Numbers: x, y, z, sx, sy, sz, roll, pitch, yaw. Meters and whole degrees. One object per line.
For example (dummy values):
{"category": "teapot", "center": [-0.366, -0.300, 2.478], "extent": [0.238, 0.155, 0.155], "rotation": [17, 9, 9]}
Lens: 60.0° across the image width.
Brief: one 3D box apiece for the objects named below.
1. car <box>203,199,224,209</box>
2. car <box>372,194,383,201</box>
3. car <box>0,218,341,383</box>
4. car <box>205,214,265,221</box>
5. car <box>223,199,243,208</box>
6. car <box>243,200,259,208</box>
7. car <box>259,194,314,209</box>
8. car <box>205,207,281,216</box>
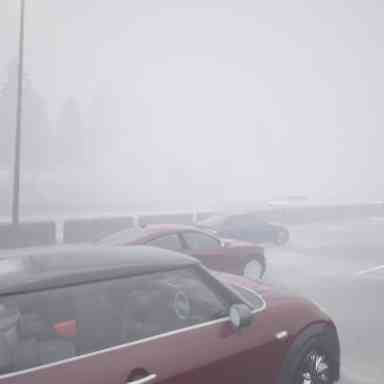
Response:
{"category": "car", "center": [3.424, 1.575, 40.810], "extent": [4.181, 1.385, 1.994], "rotation": [0, 0, -35]}
{"category": "car", "center": [36.686, 1.073, 64.404], "extent": [4.181, 1.385, 1.994], "rotation": [-1, 1, -35]}
{"category": "car", "center": [-0.501, 1.359, 3.388], "extent": [4.553, 1.767, 2.097], "rotation": [0, 0, -35]}
{"category": "car", "center": [-0.384, 1.495, 7.769], "extent": [5.008, 1.535, 1.882], "rotation": [0, 0, -35]}
{"category": "car", "center": [6.130, 1.571, 38.441], "extent": [4.181, 1.385, 1.994], "rotation": [0, 0, -35]}
{"category": "car", "center": [8.176, 1.511, 35.602], "extent": [4.892, 1.490, 1.837], "rotation": [0, 0, -35]}
{"category": "car", "center": [9.510, 1.231, 32.258], "extent": [5.566, 2.045, 2.150], "rotation": [0, 0, -35]}
{"category": "car", "center": [2.014, 1.559, 13.796], "extent": [4.674, 1.442, 1.812], "rotation": [0, 0, -36]}
